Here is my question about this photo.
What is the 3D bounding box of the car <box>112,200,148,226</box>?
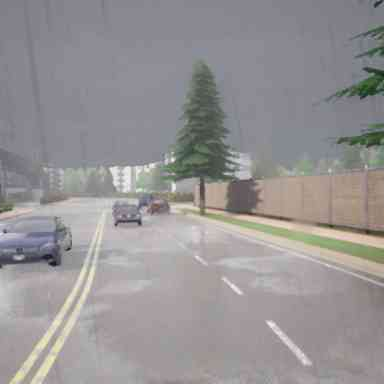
[{"bbox_3d":[-4.575,1.569,23.472,2.033,1.411,5.357,0,0,-14],"label":"car"}]

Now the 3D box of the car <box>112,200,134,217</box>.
[{"bbox_3d":[-7.092,1.583,33.753,2.033,1.411,5.357,0,0,-14],"label":"car"}]

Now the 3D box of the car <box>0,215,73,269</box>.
[{"bbox_3d":[-5.275,1.561,11.460,1.812,1.442,4.674,0,0,-12],"label":"car"}]

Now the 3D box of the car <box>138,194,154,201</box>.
[{"bbox_3d":[-5.979,1.245,44.644,2.150,2.045,5.566,-1,1,-9],"label":"car"}]

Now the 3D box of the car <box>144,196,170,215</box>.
[{"bbox_3d":[-3.430,1.484,33.720,1.882,1.535,5.008,0,0,-13],"label":"car"}]
